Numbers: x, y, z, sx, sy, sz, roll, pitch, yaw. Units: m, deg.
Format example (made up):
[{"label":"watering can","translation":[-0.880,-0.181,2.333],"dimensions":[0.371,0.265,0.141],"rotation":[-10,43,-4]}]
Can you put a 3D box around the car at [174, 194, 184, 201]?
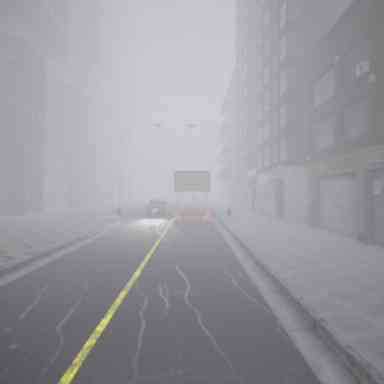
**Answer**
[{"label":"car","translation":[-2.924,1.244,71.241],"dimensions":[1.812,1.442,4.674],"rotation":[0,0,0]}]

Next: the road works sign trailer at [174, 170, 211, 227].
[{"label":"road works sign trailer","translation":[0.021,0.370,21.916],"dimensions":[2.380,3.560,2.880],"rotation":[0,0,0]}]

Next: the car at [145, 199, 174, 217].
[{"label":"car","translation":[-3.066,1.366,29.783],"dimensions":[2.128,1.511,4.902],"rotation":[0,0,0]}]
